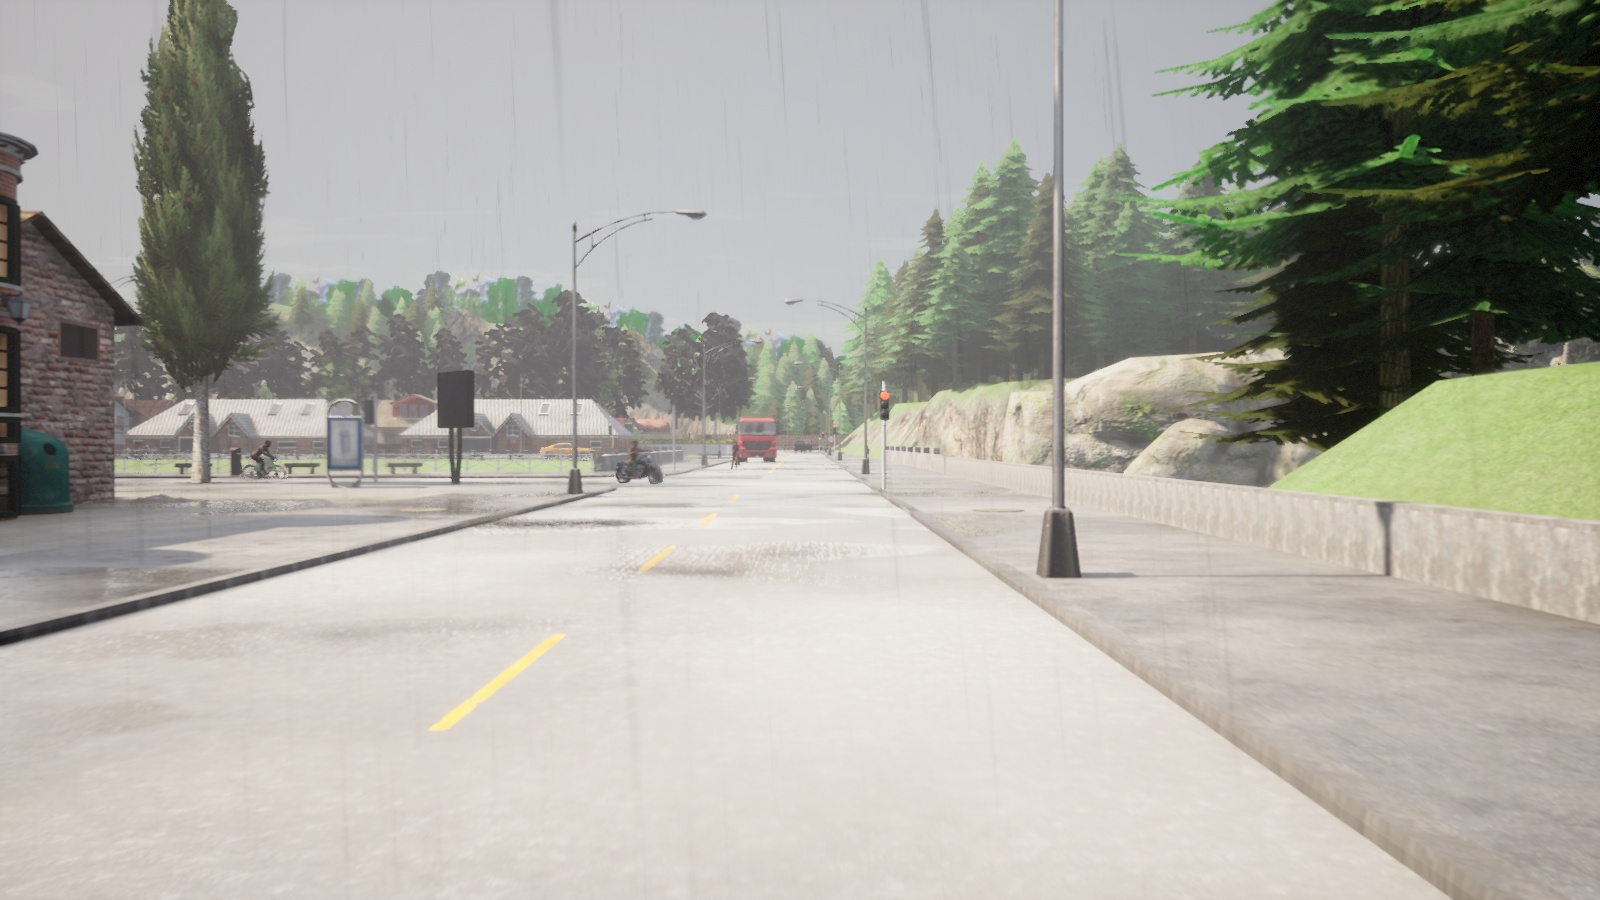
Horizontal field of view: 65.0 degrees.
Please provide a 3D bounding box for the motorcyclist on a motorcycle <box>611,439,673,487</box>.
[{"bbox_3d":[-5.692,0.437,45.047,2.350,1.649,0.766,1,2,39],"label":"motorcyclist on a motorcycle"}]

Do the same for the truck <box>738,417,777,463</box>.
[{"bbox_3d":[-3.399,-0.789,97.650,2.891,3.462,7.936,0,0,-3],"label":"truck"}]

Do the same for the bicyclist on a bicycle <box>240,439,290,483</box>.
[{"bbox_3d":[-20.141,0.417,47.301,1.656,1.620,0.582,0,0,0],"label":"bicyclist on a bicycle"}]
